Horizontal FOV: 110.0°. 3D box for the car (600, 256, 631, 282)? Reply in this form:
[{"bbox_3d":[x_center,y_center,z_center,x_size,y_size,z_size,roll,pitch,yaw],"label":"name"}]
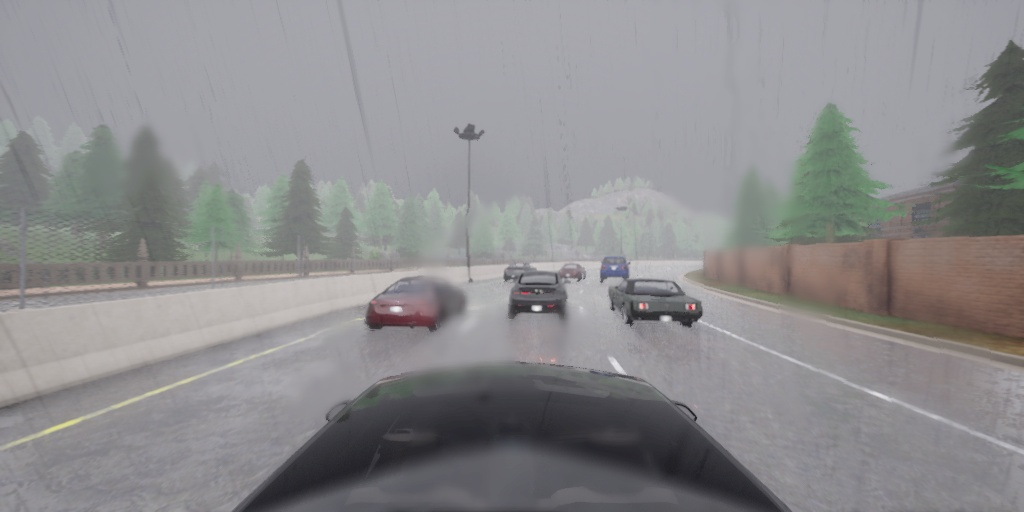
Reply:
[{"bbox_3d":[8.459,1.039,29.326,2.150,2.045,5.566,0,0,19],"label":"car"}]

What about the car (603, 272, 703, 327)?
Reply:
[{"bbox_3d":[4.367,1.381,11.752,1.895,1.301,4.718,0,0,7],"label":"car"}]

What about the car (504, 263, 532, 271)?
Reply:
[{"bbox_3d":[0.774,1.272,28.082,2.128,1.511,4.902,0,0,16],"label":"car"}]

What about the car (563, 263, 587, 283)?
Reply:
[{"bbox_3d":[5.080,1.329,30.147,1.812,1.442,4.674,0,0,18],"label":"car"}]

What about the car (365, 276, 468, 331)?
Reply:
[{"bbox_3d":[-2.692,1.311,11.007,1.994,1.385,4.181,0,0,6],"label":"car"}]

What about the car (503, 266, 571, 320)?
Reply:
[{"bbox_3d":[1.028,1.271,12.827,1.837,1.490,4.892,0,0,7],"label":"car"}]
